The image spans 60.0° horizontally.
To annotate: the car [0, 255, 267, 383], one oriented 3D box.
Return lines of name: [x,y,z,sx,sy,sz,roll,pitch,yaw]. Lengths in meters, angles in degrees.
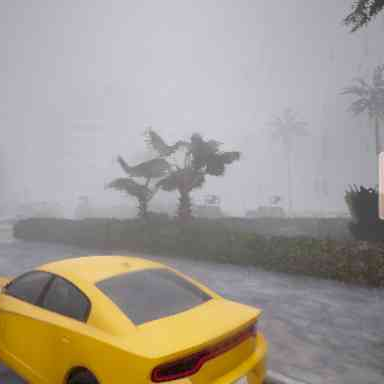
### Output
car: [-1.453,1.632,4.611,5.008,1.535,1.882,-1,-3,40]
